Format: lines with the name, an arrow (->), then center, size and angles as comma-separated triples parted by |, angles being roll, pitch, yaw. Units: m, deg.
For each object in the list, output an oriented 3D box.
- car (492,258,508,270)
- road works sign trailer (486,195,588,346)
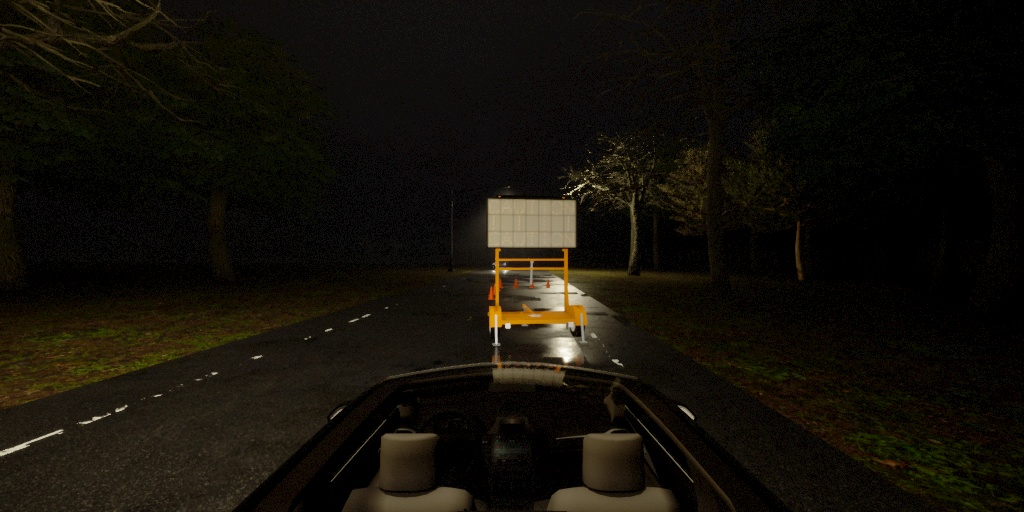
car -> -1.738, 1.144, 52.424 | 2.097, 1.767, 4.553 | 0, 0, 2
road works sign trailer -> 0.504, 0.212, 9.513 | 2.380, 3.560, 2.880 | 0, 0, -6
